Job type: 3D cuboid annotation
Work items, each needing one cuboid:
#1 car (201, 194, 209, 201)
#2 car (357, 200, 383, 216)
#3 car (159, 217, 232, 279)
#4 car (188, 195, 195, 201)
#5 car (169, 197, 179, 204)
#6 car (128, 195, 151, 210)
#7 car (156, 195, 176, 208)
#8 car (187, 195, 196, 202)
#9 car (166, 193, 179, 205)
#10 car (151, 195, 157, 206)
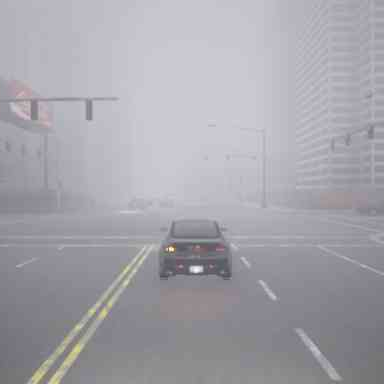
[{"bbox_3d":[3.323,1.388,85.251,2.097,1.767,4.553,0,0,0],"label":"car"},{"bbox_3d":[18.609,1.489,32.137,5.008,1.535,1.882,0,0,0],"label":"car"},{"bbox_3d":[0.054,1.509,10.004,1.837,1.490,4.892,0,0,-1],"label":"car"},{"bbox_3d":[-0.177,1.558,85.232,1.812,1.442,4.674,0,0,0],"label":"car"},{"bbox_3d":[-3.641,1.627,67.908,1.895,1.301,4.718,0,0,0],"label":"car"},{"bbox_3d":[-7.194,1.510,44.321,2.128,1.511,4.902,0,0,0],"label":"car"},{"bbox_3d":[-3.678,1.545,48.284,1.812,1.442,4.674,0,0,0],"label":"car"},{"bbox_3d":[-0.156,1.625,75.019,1.895,1.301,4.718,0,0,0],"label":"car"},{"bbox_3d":[-3.683,1.245,57.862,2.150,2.045,5.566,0,0,0],"label":"car"},{"bbox_3d":[-7.193,1.623,53.586,1.895,1.301,4.718,0,0,0],"label":"car"}]
